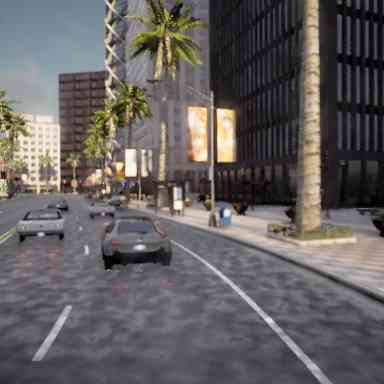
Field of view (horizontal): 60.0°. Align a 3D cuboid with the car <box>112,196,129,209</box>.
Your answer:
[{"bbox_3d":[-8.572,1.184,38.836,2.231,1.521,4.892,-1,1,-20],"label":"car"}]

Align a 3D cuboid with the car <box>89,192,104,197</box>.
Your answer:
[{"bbox_3d":[-18.818,0.878,66.365,2.185,1.767,4.553,-1,1,-20],"label":"car"}]

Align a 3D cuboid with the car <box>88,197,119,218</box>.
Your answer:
[{"bbox_3d":[-7.600,1.400,27.655,1.895,1.301,4.718,-1,1,-20],"label":"car"}]

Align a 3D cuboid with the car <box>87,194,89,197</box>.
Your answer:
[{"bbox_3d":[-26.185,0.900,87.023,2.161,1.482,4.786,-1,1,-20],"label":"car"}]

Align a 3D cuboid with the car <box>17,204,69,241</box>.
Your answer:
[{"bbox_3d":[-7.166,1.502,16.268,1.895,1.301,4.718,-1,1,-19],"label":"car"}]

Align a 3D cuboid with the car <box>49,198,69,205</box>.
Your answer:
[{"bbox_3d":[-14.201,1.340,35.358,1.994,1.385,4.181,-1,1,-20],"label":"car"}]

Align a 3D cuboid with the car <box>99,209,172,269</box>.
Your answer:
[{"bbox_3d":[-1.953,1.475,11.038,1.994,1.385,4.181,-1,1,-15],"label":"car"}]
